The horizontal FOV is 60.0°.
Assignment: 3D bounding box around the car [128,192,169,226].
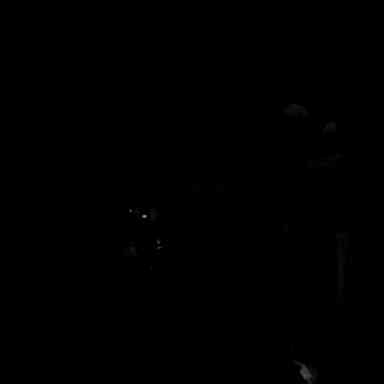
[{"bbox_3d":[-2.771,1.058,22.237,2.150,2.045,5.566,0,0,0],"label":"car"}]
